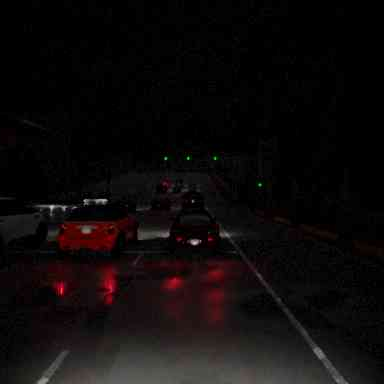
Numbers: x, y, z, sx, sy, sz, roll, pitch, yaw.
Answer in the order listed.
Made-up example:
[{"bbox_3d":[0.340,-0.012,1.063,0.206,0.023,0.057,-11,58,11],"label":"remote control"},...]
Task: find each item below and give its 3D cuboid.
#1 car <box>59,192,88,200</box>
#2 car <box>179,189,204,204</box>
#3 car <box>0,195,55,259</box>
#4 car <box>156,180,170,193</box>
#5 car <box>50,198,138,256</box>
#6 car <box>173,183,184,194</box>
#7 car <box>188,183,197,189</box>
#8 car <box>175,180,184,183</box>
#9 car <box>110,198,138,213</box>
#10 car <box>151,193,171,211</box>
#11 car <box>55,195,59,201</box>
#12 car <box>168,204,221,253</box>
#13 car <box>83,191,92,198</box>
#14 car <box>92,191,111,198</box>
[{"bbox_3d":[-17.564,1.168,49.528,1.837,1.490,4.892,0,0,0],"label":"car"},{"bbox_3d":[0.103,0.989,34.766,2.150,2.045,5.566,0,0,0],"label":"car"},{"bbox_3d":[-7.038,1.144,11.586,2.150,2.045,5.566,0,0,-2],"label":"car"},{"bbox_3d":[-6.908,-0.787,75.959,2.150,2.045,5.566,0,7,0],"label":"car"},{"bbox_3d":[-3.407,1.265,12.873,2.097,1.767,4.553,0,0,0],"label":"car"},{"bbox_3d":[-3.406,-0.577,76.355,1.882,1.535,5.008,0,7,0],"label":"car"},{"bbox_3d":[0.094,-0.577,76.335,1.882,1.535,5.008,0,7,0],"label":"car"},{"bbox_3d":[-3.349,-2.237,86.357,2.150,2.045,5.566,0,8,0],"label":"car"},{"bbox_3d":[-6.898,1.373,34.173,1.895,1.301,4.718,0,0,0],"label":"car"},{"bbox_3d":[-3.398,1.229,37.305,1.882,1.535,5.008,0,0,0],"label":"car"},{"bbox_3d":[-21.059,1.184,50.079,1.812,1.442,4.674,0,0,1],"label":"car"},{"bbox_3d":[0.094,1.437,13.164,1.812,1.442,4.674,0,0,0],"label":"car"},{"bbox_3d":[-20.966,0.534,65.785,2.033,1.411,5.357,0,4,0],"label":"car"},{"bbox_3d":[-17.468,0.555,65.560,2.033,1.411,5.357,0,4,0],"label":"car"}]
